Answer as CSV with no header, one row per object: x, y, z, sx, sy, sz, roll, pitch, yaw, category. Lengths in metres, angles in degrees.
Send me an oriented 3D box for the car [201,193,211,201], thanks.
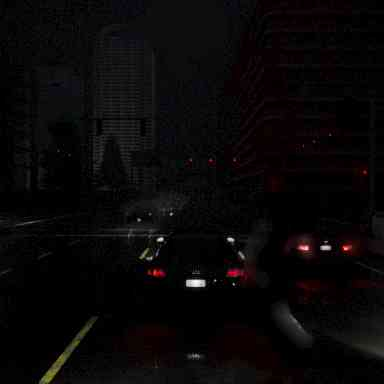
3.627,1.493,80.597,1.837,1.490,4.892,0,0,0,car

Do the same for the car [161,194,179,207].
-3.515,1.491,50.770,2.128,1.511,4.902,0,0,0,car

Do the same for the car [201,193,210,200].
3.642,1.207,90.481,2.150,2.045,5.566,0,0,0,car

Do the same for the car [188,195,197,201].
0.128,1.534,81.459,2.033,1.411,5.357,0,0,0,car

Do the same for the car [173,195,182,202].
-3.380,1.524,76.506,1.812,1.442,4.674,0,0,0,car

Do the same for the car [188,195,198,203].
0.138,1.502,71.113,1.837,1.490,4.892,0,0,0,car

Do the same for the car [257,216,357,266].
3.607,1.547,11.437,2.033,1.411,5.357,0,0,0,car

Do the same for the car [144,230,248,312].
0.081,1.564,7.820,1.994,1.385,4.181,0,0,0,car

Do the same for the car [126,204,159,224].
-3.567,1.585,24.699,1.895,1.301,4.718,0,0,0,car

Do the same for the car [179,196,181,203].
-3.435,1.351,65.622,2.097,1.767,4.553,0,0,1,car
